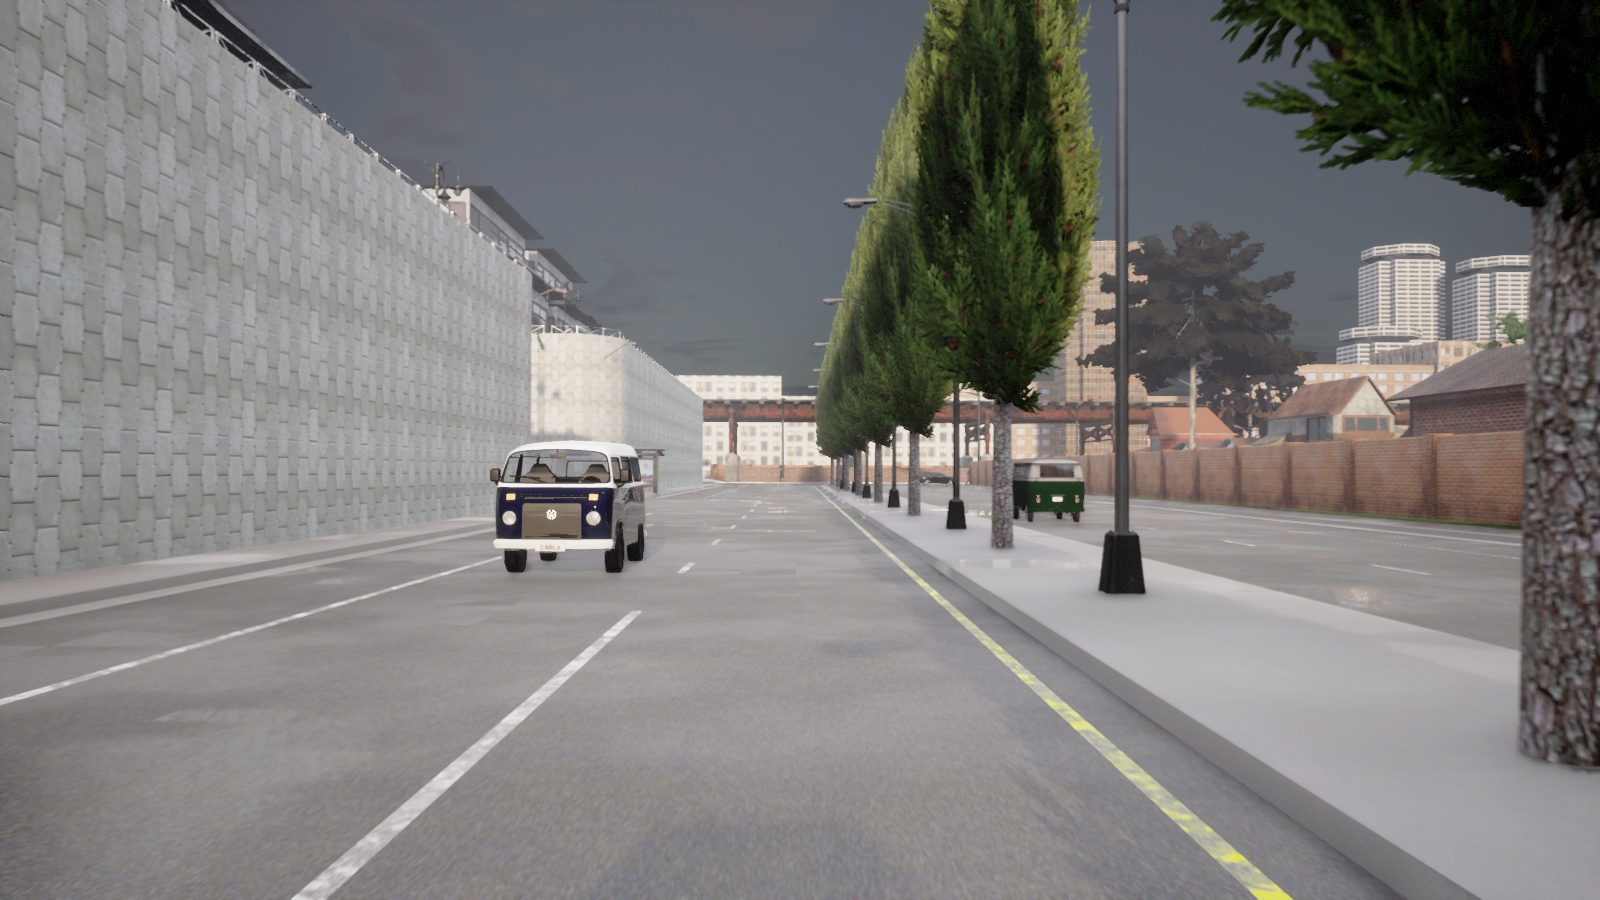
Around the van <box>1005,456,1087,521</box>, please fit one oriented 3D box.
[{"bbox_3d":[7.900,1.218,40.724,1.775,1.987,4.442,0,-1,0],"label":"van"}]

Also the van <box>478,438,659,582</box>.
[{"bbox_3d":[-3.549,0.889,20.128,2.069,2.038,4.480,0,-1,0],"label":"van"}]
